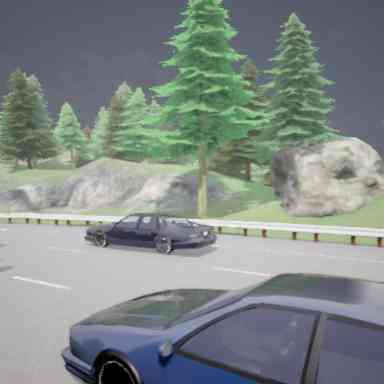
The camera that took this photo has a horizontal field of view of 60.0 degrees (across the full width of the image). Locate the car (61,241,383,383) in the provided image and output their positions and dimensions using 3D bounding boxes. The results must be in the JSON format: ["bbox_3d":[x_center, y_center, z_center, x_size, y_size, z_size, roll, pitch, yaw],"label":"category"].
[{"bbox_3d":[1.143,1.531,2.999,5.357,1.411,2.033,0,0,34],"label":"car"}]

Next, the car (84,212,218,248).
[{"bbox_3d":[-1.716,1.507,12.970,5.357,1.411,2.033,0,0,29],"label":"car"}]
